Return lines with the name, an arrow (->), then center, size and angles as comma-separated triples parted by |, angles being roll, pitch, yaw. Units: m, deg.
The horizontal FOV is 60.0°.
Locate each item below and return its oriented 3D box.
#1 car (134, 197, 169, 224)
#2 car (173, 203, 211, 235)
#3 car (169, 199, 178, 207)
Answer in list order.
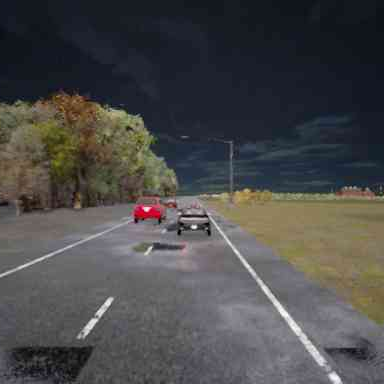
car -> -3.371, 1.446, 27.387 | 2.150, 2.045, 5.566 | 0, 0, 0
car -> 0.121, 1.672, 20.216 | 2.128, 1.511, 4.902 | 0, 0, 0
car -> -3.347, 1.928, 54.882 | 1.882, 1.535, 5.008 | 0, 0, 0
